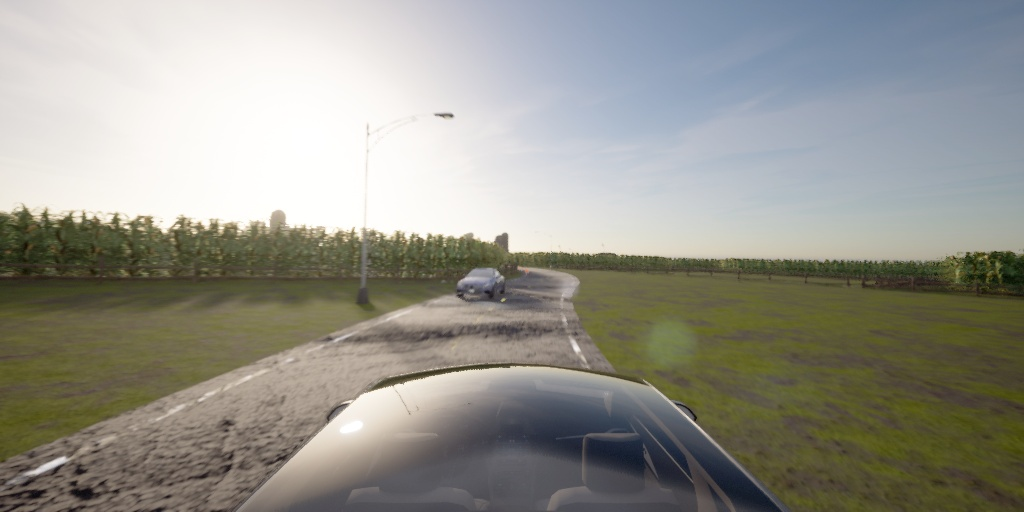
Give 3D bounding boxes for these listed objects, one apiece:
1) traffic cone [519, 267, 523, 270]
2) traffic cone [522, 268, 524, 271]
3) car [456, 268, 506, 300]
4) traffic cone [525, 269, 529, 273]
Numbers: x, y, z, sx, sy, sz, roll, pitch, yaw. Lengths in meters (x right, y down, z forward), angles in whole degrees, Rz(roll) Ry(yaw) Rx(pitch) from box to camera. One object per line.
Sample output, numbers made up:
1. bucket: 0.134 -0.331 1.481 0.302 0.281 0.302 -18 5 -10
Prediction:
1. traffic cone: 1.849 2.229 62.437 0.340 0.580 0.340 0 0 -6
2. traffic cone: 2.201 2.204 57.572 0.340 0.580 0.340 0 0 -3
3. car: -1.499 1.368 18.876 1.812 1.442 4.674 1 0 9
4. traffic cone: 2.315 2.172 52.695 0.340 0.580 0.340 0 0 0
